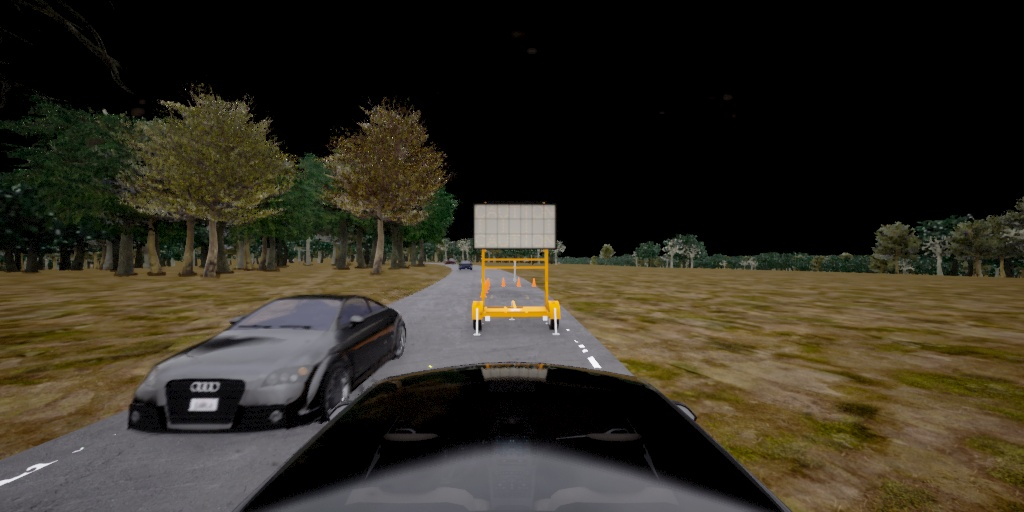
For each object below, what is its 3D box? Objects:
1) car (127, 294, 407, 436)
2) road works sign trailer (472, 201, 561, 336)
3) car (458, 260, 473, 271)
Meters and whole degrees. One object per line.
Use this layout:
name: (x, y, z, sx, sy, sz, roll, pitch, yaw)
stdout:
car: (-3.115, 1.312, 5.611, 1.994, 1.385, 4.181, 0, 0, 0)
road works sign trailer: (0.079, 0.214, 10.447, 2.380, 3.560, 2.880, 0, 0, -2)
car: (-6.275, 1.304, 48.636, 2.033, 1.411, 5.357, 0, 0, -9)
